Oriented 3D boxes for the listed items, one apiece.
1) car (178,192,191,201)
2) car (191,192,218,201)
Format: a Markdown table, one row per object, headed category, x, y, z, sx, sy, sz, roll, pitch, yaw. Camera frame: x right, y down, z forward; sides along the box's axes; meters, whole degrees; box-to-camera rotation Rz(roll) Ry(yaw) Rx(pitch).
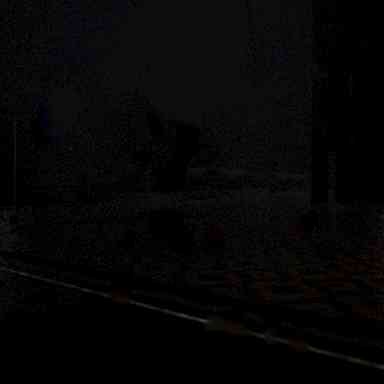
| category | x | y | z | sx | sy | sz | roll | pitch | yaw |
| --- | --- | --- | --- | --- | --- | --- | --- | --- | --- |
| car | -0.654 | 0.770 | 60.702 | 2.128 | 1.511 | 4.902 | 0 | 1 | 36 |
| car | 2.579 | 0.823 | 59.630 | 2.033 | 1.411 | 5.357 | 0 | 1 | 36 |
